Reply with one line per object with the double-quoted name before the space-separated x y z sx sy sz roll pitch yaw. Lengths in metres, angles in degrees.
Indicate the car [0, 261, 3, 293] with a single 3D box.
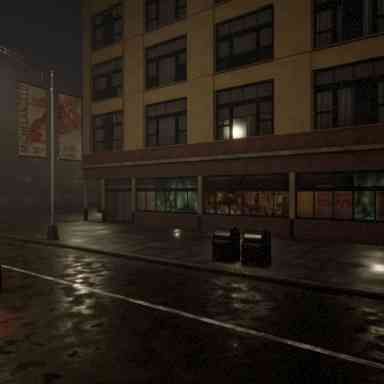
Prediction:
"car" -5.819 1.564 7.715 1.994 1.385 4.181 0 0 -40
